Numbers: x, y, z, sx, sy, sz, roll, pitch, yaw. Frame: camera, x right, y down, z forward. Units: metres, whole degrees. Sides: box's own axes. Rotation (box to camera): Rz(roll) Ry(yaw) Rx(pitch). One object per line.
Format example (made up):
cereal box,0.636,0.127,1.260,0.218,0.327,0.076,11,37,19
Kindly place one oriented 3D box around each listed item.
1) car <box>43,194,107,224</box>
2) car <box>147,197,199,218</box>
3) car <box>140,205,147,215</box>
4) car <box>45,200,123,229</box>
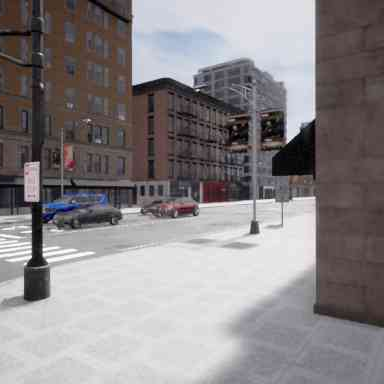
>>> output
car,-8.543,1.166,24.106,2.150,2.045,5.566,0,0,35
car,-1.328,1.256,28.697,2.097,1.767,4.553,0,0,35
car,-2.938,1.429,32.058,1.812,1.442,4.674,0,0,35
car,-6.542,1.468,21.301,1.812,1.442,4.674,0,0,37
